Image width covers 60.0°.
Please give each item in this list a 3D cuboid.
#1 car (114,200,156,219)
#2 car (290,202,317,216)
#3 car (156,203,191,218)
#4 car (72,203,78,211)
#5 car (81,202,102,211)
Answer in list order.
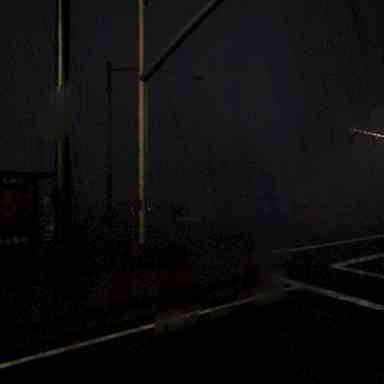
[{"bbox_3d":[-5.664,1.573,31.296,2.097,1.767,4.553,0,-1,-36],"label":"car"},{"bbox_3d":[11.044,1.676,33.157,1.895,1.301,4.718,0,0,10],"label":"car"},{"bbox_3d":[-1.928,1.751,32.106,1.994,1.385,4.181,0,-1,-36],"label":"car"},{"bbox_3d":[-18.315,2.140,48.905,1.895,1.301,4.718,0,-1,-36],"label":"car"},{"bbox_3d":[-15.281,2.124,50.675,1.895,1.301,4.718,0,-1,-36],"label":"car"}]
